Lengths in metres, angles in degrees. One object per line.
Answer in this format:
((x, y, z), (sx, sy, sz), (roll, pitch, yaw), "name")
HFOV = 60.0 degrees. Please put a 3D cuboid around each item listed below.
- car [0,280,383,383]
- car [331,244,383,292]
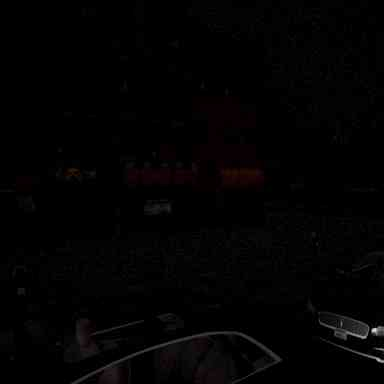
((-0.804, 1.550, 2.262), (4.403, 1.369, 2.008), (0, -2, -36), "car")
((3.628, 1.547, 5.430), (4.403, 1.369, 2.008), (0, -2, -36), "car")
